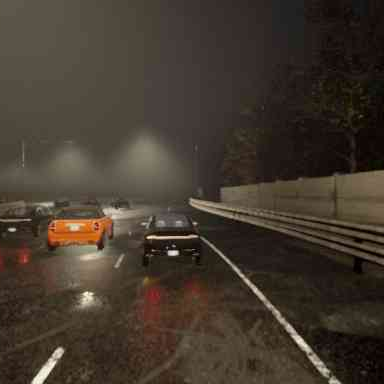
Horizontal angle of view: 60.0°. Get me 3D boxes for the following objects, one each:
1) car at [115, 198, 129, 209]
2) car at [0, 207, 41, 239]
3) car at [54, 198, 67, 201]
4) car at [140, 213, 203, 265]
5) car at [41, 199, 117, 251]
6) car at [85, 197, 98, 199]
[{"bbox_3d":[-9.789,1.545,45.072,1.837,1.490,4.892,0,0,-23],"label":"car"},{"bbox_3d":[-8.701,1.525,17.779,2.128,1.511,4.902,0,0,-10],"label":"car"},{"bbox_3d":[-18.624,1.565,47.401,2.128,1.511,4.902,0,0,-27],"label":"car"},{"bbox_3d":[-0.777,1.495,11.706,2.128,1.511,4.902,0,0,-6],"label":"car"},{"bbox_3d":[-4.672,1.371,14.525,2.097,1.767,4.553,0,0,-8],"label":"car"},{"bbox_3d":[-13.974,1.407,45.772,2.097,1.767,4.553,0,0,-25],"label":"car"}]
